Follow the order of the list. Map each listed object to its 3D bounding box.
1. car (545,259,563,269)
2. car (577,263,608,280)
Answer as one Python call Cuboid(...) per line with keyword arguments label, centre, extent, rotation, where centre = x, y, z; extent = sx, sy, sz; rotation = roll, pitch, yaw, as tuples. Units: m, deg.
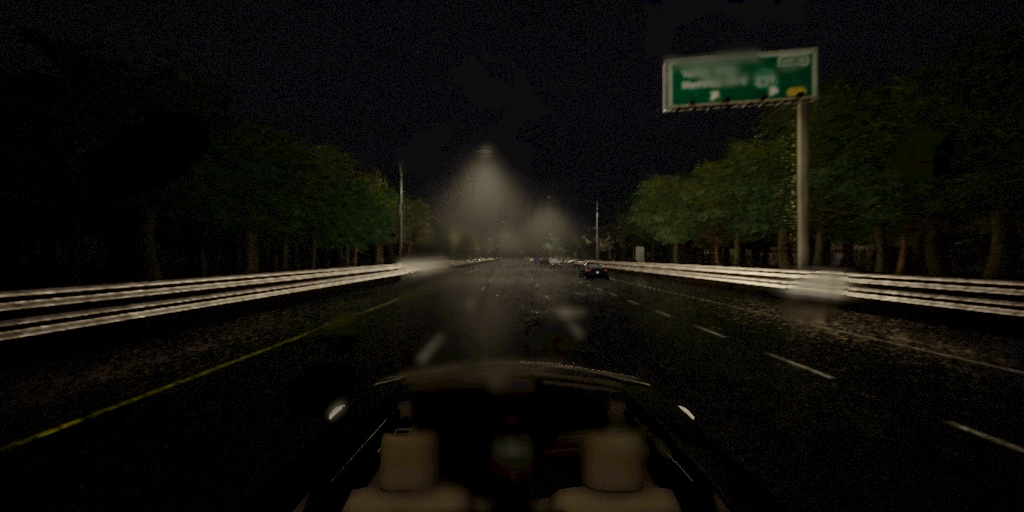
Cuboid(label="car", centre=(6.992, 1.371, 58.290), extent=(1.895, 1.301, 4.718), rotation=(0, 0, 0))
Cuboid(label="car", centre=(6.998, 1.323, 31.315), extent=(1.994, 1.385, 4.181), rotation=(0, 0, 0))
